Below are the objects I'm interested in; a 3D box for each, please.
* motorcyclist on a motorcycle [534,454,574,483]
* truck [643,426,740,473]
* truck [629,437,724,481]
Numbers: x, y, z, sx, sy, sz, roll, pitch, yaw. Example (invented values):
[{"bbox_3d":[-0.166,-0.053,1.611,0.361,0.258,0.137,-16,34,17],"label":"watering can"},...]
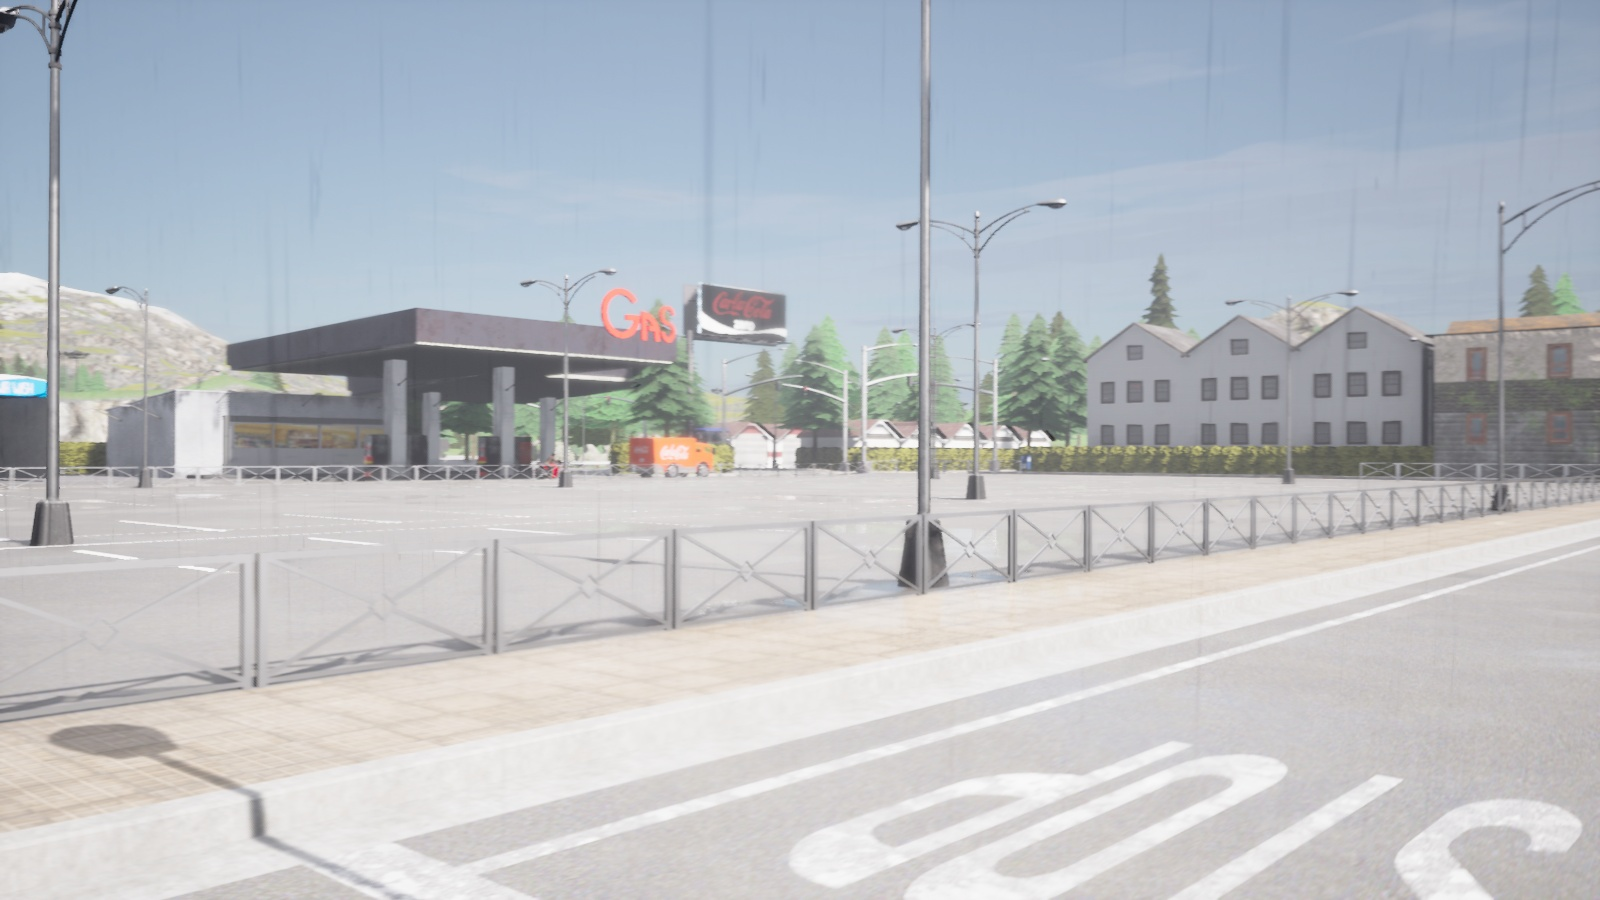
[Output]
[{"bbox_3d":[-13.233,0.969,67.670,0.797,1.523,2.044,0,0,42],"label":"motorcyclist on a motorcycle"},{"bbox_3d":[-8.600,-0.020,98.745,7.936,3.462,2.891,-1,0,42],"label":"truck"},{"bbox_3d":[-7.270,0.520,74.303,2.627,2.467,5.204,0,0,42],"label":"truck"}]
